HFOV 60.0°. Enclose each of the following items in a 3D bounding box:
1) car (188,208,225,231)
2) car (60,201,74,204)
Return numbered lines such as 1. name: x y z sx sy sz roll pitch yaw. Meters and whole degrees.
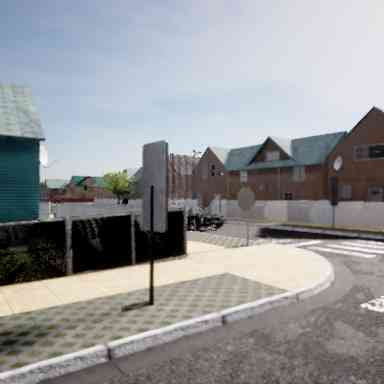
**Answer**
1. car: -0.054 1.649 20.897 1.895 1.301 4.718 1 -1 -35
2. car: -16.753 1.919 44.392 1.994 1.385 4.181 1 -1 -35
